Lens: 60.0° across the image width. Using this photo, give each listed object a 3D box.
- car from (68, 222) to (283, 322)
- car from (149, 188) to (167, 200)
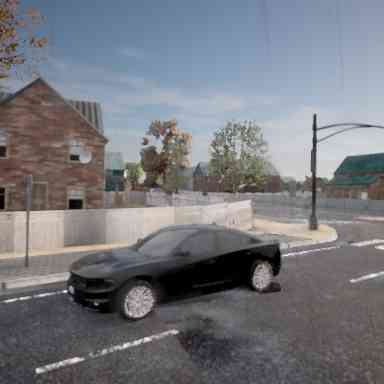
[{"bbox_3d":[-0.129,1.486,7.438,5.008,1.535,1.882,0,0,-35],"label":"car"},{"bbox_3d":[-6.404,0.348,61.716,2.150,2.045,5.566,1,0,-21],"label":"car"}]
